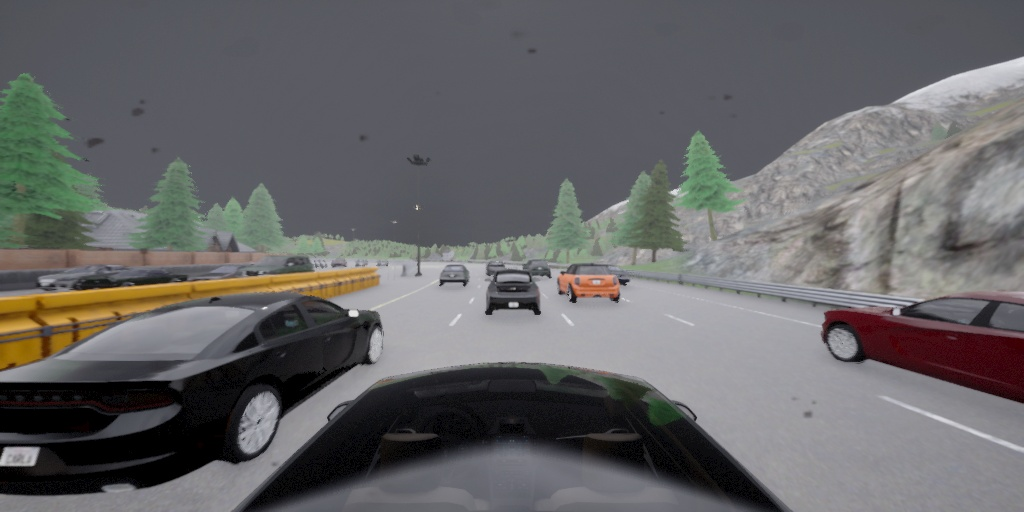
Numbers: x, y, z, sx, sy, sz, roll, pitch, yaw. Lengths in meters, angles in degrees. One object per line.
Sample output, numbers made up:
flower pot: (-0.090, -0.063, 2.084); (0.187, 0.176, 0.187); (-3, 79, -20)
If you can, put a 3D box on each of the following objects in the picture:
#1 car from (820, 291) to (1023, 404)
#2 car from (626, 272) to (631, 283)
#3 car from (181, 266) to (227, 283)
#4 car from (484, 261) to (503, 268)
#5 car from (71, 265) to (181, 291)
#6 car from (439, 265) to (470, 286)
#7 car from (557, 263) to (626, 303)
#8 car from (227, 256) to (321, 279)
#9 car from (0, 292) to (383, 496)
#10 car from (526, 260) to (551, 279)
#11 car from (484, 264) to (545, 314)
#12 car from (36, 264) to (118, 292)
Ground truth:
car: (7.077, 1.227, 5.083); (1.882, 1.535, 5.008); (0, 0, 0)
car: (6.526, 1.304, 25.236); (2.033, 1.411, 5.357); (0, 0, -4)
car: (-18.072, 1.310, 23.333); (2.033, 1.411, 5.357); (0, 0, -4)
car: (-1.701, 1.254, 36.266); (2.128, 1.511, 4.902); (0, 0, -8)
car: (-21.418, 1.363, 20.589); (1.895, 1.301, 4.718); (0, 0, -3)
car: (-3.992, 1.307, 25.236); (2.033, 1.411, 5.357); (0, 0, -4)
car: (3.432, 1.106, 16.925); (2.097, 1.767, 4.553); (0, 0, -2)
car: (-14.514, 0.984, 22.412); (2.150, 2.045, 5.566); (0, 0, -4)
car: (-3.423, 1.230, 4.973); (1.882, 1.535, 5.008); (0, 0, 0)
car: (2.182, 1.112, 33.359); (2.097, 1.767, 4.553); (0, 0, -7)
car: (0.012, 1.261, 13.687); (1.837, 1.490, 4.892); (0, 1, -1)
car: (-24.997, 1.255, 21.529); (2.128, 1.511, 4.902); (0, 0, -4)
